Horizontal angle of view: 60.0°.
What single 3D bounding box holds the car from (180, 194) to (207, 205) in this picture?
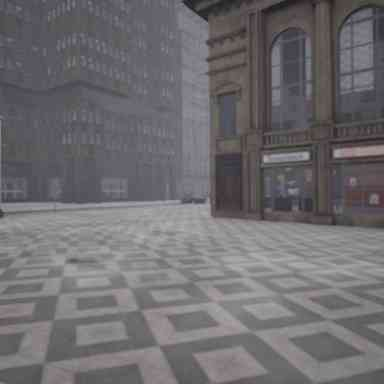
[{"bbox_3d":[0.313,1.114,49.475,1.882,1.535,5.008,-1,0,36],"label":"car"}]
